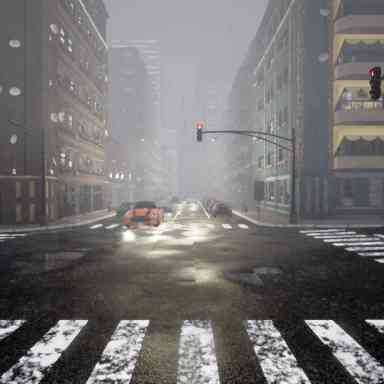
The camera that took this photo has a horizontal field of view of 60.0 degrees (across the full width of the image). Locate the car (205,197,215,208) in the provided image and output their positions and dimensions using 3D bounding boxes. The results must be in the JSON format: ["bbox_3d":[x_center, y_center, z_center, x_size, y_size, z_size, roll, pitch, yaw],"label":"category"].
[{"bbox_3d":[2.705,1.570,35.873,1.947,1.339,4.313,0,0,0],"label":"car"}]

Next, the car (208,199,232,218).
[{"bbox_3d":[2.702,1.584,30.349,1.802,1.307,4.206,0,0,0],"label":"car"}]

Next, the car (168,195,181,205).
[{"bbox_3d":[-2.996,1.523,60.511,1.837,1.490,4.892,0,-1,1],"label":"car"}]

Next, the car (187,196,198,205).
[{"bbox_3d":[0.034,1.542,59.806,1.812,1.442,4.674,0,0,0],"label":"car"}]

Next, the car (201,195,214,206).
[{"bbox_3d":[2.711,1.553,46.919,1.887,1.381,4.507,0,0,0],"label":"car"}]

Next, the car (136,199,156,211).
[{"bbox_3d":[-5.673,1.572,41.413,1.947,1.339,4.313,0,0,0],"label":"car"}]

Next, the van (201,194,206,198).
[{"bbox_3d":[2.712,1.353,52.443,1.690,1.788,3.998,0,0,0],"label":"van"}]

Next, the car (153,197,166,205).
[{"bbox_3d":[-5.664,1.560,57.984,1.887,1.381,4.507,0,0,0],"label":"car"}]

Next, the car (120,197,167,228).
[{"bbox_3d":[-3.085,1.351,22.118,2.097,1.767,4.553,0,0,0],"label":"car"}]

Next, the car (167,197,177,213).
[{"bbox_3d":[-3.076,1.551,37.362,2.033,1.411,5.357,0,0,0],"label":"car"}]

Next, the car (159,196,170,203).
[{"bbox_3d":[-5.657,1.604,69.030,1.802,1.307,4.206,0,0,0],"label":"car"}]

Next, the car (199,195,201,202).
[{"bbox_3d":[2.717,1.581,57.967,1.947,1.339,4.313,0,0,0],"label":"car"}]

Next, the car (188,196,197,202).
[{"bbox_3d":[0.040,1.450,69.842,1.895,1.301,4.718,0,0,0],"label":"car"}]

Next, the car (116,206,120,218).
[{"bbox_3d":[-5.679,1.568,30.366,1.947,1.339,4.313,0,0,0],"label":"car"}]

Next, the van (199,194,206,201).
[{"bbox_3d":[2.730,1.377,85.584,1.690,1.788,3.998,-1,0,0],"label":"van"}]

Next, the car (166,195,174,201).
[{"bbox_3d":[-5.649,1.561,85.431,1.752,1.417,4.829,0,0,0],"label":"car"}]
